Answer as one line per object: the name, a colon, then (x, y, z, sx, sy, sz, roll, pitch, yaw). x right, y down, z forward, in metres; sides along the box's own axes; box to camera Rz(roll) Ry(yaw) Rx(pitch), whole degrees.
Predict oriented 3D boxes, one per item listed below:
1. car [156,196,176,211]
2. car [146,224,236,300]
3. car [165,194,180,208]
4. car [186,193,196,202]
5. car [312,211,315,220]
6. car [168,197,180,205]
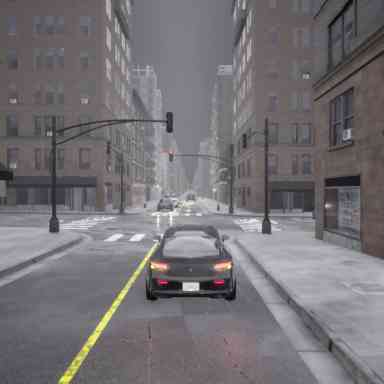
car: (-3.236, 1.556, 40.842, 1.837, 1.490, 4.892, 0, 0, -2)
car: (-0.018, 1.527, 8.236, 1.812, 1.442, 4.674, 0, 0, 0)
car: (-3.249, 1.292, 50.897, 2.150, 2.045, 5.566, 0, 0, 0)
car: (-0.248, 1.358, 81.772, 2.150, 2.045, 5.566, 0, 0, 0)
car: (12.276, 1.721, 26.856, 5.008, 1.535, 1.882, 1, 0, -1)
car: (-3.250, 1.639, 61.476, 2.033, 1.411, 5.357, 0, 0, 0)
